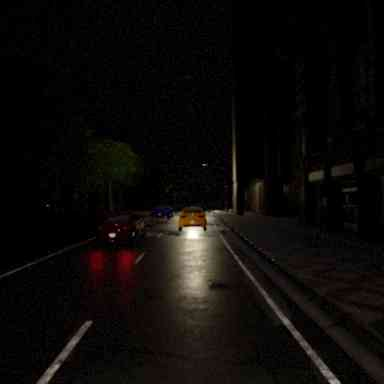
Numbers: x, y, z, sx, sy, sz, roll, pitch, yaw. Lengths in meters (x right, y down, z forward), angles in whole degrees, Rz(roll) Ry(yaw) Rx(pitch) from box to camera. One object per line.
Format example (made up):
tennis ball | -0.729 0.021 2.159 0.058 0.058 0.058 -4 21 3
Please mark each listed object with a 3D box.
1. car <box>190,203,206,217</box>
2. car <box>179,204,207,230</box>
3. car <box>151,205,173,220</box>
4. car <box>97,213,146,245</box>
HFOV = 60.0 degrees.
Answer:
car | 0.815 2.262 42.776 1.882 1.535 5.008 -1 -1 3
car | 0.075 1.835 24.068 1.882 1.535 5.008 0 -1 1
car | -3.069 2.099 35.114 1.882 1.535 5.008 -1 -1 2
car | -3.513 1.773 16.990 1.812 1.442 4.674 0 -1 0
